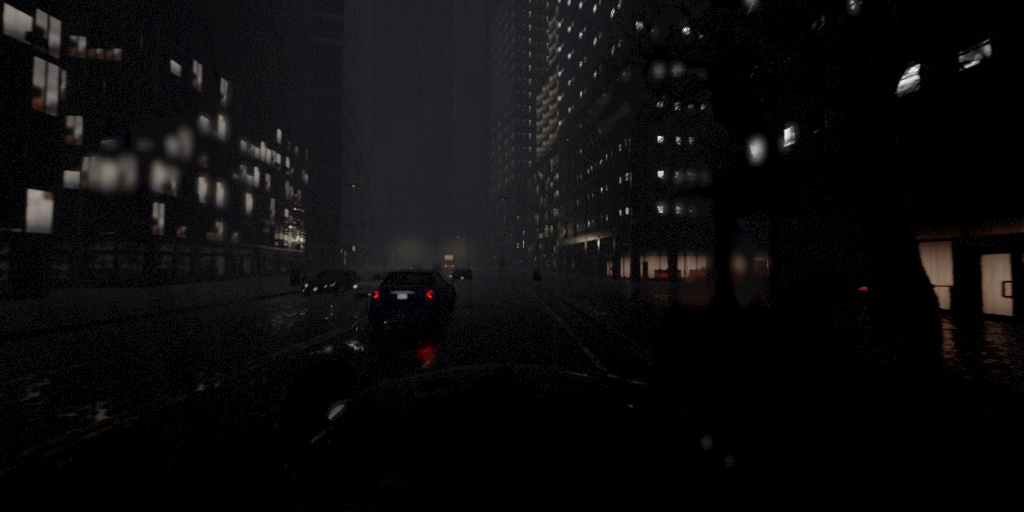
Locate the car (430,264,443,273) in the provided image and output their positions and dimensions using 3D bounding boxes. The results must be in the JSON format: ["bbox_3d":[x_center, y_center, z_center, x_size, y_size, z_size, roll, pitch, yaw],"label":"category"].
[{"bbox_3d":[-12.767,2.046,60.586,2.033,1.411,5.357,1,-1,-12],"label":"car"}]

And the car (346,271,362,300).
[{"bbox_3d":[-6.960,1.578,19.484,1.895,1.301,4.718,0,-1,-3],"label":"car"}]

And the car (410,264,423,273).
[{"bbox_3d":[-16.161,2.081,60.865,1.895,1.301,4.718,1,-1,-13],"label":"car"}]

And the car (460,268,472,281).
[{"bbox_3d":[-4.983,1.809,36.183,1.895,1.301,4.718,0,-1,-7],"label":"car"}]

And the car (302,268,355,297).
[{"bbox_3d":[-10.311,1.491,20.926,1.837,1.490,4.892,0,-1,-4],"label":"car"}]

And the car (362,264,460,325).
[{"bbox_3d":[-3.260,1.245,12.648,2.097,1.767,4.553,0,-1,-1],"label":"car"}]
